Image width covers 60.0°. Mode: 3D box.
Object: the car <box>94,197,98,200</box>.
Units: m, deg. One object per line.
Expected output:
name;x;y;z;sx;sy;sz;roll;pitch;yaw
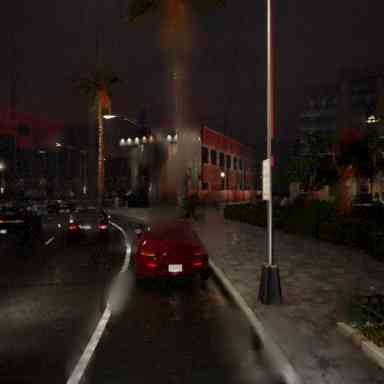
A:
car;-26.644;1.554;85.529;4.718;1.301;1.895;0;0;24

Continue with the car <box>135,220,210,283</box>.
car;-0.665;1.525;9.662;1.812;1.442;4.674;0;0;-7

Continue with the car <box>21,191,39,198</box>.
car;-33.931;1.226;68.961;4.553;1.767;2.185;0;0;24

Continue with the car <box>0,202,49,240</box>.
car;-8.771;1.486;16.606;2.128;1.511;4.902;0;0;-17

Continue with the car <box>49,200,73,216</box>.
car;-12.825;1.483;32.454;2.128;1.511;4.902;0;0;-37

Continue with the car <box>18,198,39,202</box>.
car;-15.110;1.536;29.714;2.033;1.411;5.357;0;0;-36

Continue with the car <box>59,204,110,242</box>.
car;-5.075;1.544;16.515;2.033;1.411;5.357;0;0;-15
